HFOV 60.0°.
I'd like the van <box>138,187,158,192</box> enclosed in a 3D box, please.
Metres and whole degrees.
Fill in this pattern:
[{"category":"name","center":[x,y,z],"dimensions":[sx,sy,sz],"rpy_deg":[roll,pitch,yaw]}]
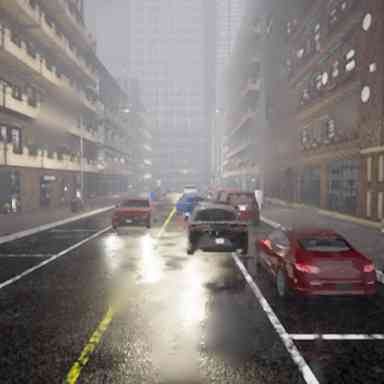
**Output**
[{"category":"van","center":[-5.513,0.281,40.827],"dimensions":[1.690,1.788,3.998],"rpy_deg":[-1,1,0]}]

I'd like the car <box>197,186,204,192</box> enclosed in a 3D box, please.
[{"category":"car","center":[2.164,-0.692,85.435],"dimensions":[1.752,1.417,4.829],"rpy_deg":[-1,1,0]}]

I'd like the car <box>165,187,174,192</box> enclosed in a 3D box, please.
[{"category":"car","center":[-5.716,-0.670,85.209],"dimensions":[1.887,1.381,4.507],"rpy_deg":[-1,1,0]}]

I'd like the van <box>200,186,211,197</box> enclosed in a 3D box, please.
[{"category":"van","center":[2.290,-0.148,57.524],"dimensions":[1.690,1.788,3.998],"rpy_deg":[-1,1,0]}]

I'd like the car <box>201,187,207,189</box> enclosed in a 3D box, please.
[{"category":"car","center":[2.368,0.463,41.057],"dimensions":[1.752,1.417,4.829],"rpy_deg":[-1,1,0]}]

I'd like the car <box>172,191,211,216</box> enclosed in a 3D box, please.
[{"category":"car","center":[0.126,0.916,21.629],"dimensions":[1.882,1.535,5.008],"rpy_deg":[0,2,-12]}]

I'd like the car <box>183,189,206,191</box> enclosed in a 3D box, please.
[{"category":"car","center":[0.151,0.787,27.706],"dimensions":[1.837,1.490,4.892],"rpy_deg":[0,2,14]}]

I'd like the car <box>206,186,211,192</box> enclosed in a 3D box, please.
[{"category":"car","center":[2.444,0.687,24.241],"dimensions":[2.192,1.841,5.009],"rpy_deg":[-1,1,0]}]

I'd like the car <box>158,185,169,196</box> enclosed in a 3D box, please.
[{"category":"car","center":[-5.589,-0.051,57.471],"dimensions":[1.967,1.590,4.097],"rpy_deg":[-1,1,0]}]

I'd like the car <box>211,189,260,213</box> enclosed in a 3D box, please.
[{"category":"car","center":[2.469,0.830,18.693],"dimensions":[2.192,1.841,5.009],"rpy_deg":[-1,1,0]}]

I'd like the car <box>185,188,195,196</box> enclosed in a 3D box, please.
[{"category":"car","center":[-0.287,-0.095,62.540],"dimensions":[1.812,1.442,4.674],"rpy_deg":[0,1,0]}]

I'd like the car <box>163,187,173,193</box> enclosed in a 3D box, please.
[{"category":"car","center":[-5.690,-0.504,79.663],"dimensions":[1.947,1.339,4.313],"rpy_deg":[-1,1,0]}]

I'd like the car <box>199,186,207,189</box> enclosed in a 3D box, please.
[{"category":"car","center":[2.343,0.238,46.432],"dimensions":[1.967,1.590,4.097],"rpy_deg":[-1,1,0]}]

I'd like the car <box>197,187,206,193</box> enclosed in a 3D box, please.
[{"category":"car","center":[2.190,-0.523,79.718],"dimensions":[1.887,1.381,4.507],"rpy_deg":[-1,1,0]}]

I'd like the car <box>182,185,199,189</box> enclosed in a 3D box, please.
[{"category":"car","center":[-0.207,-0.013,47.690],"dimensions":[2.150,2.045,5.566],"rpy_deg":[0,2,0]}]

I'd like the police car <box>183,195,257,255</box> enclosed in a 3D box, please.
[{"category":"police car","center":[0.772,1.114,11.945],"dimensions":[1.930,1.638,5.238],"rpy_deg":[0,1,0]}]

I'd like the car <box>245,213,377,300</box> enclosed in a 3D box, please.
[{"category":"car","center":[2.523,1.383,7.606],"dimensions":[1.802,1.307,4.206],"rpy_deg":[-1,1,0]}]

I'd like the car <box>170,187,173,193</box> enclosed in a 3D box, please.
[{"category":"car","center":[-5.667,-0.610,74.109],"dimensions":[2.192,1.841,5.009],"rpy_deg":[-1,1,0]}]

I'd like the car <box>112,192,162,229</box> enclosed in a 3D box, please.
[{"category":"car","center":[-2.931,1.012,17.849],"dimensions":[1.882,1.535,5.008],"rpy_deg":[0,1,0]}]
